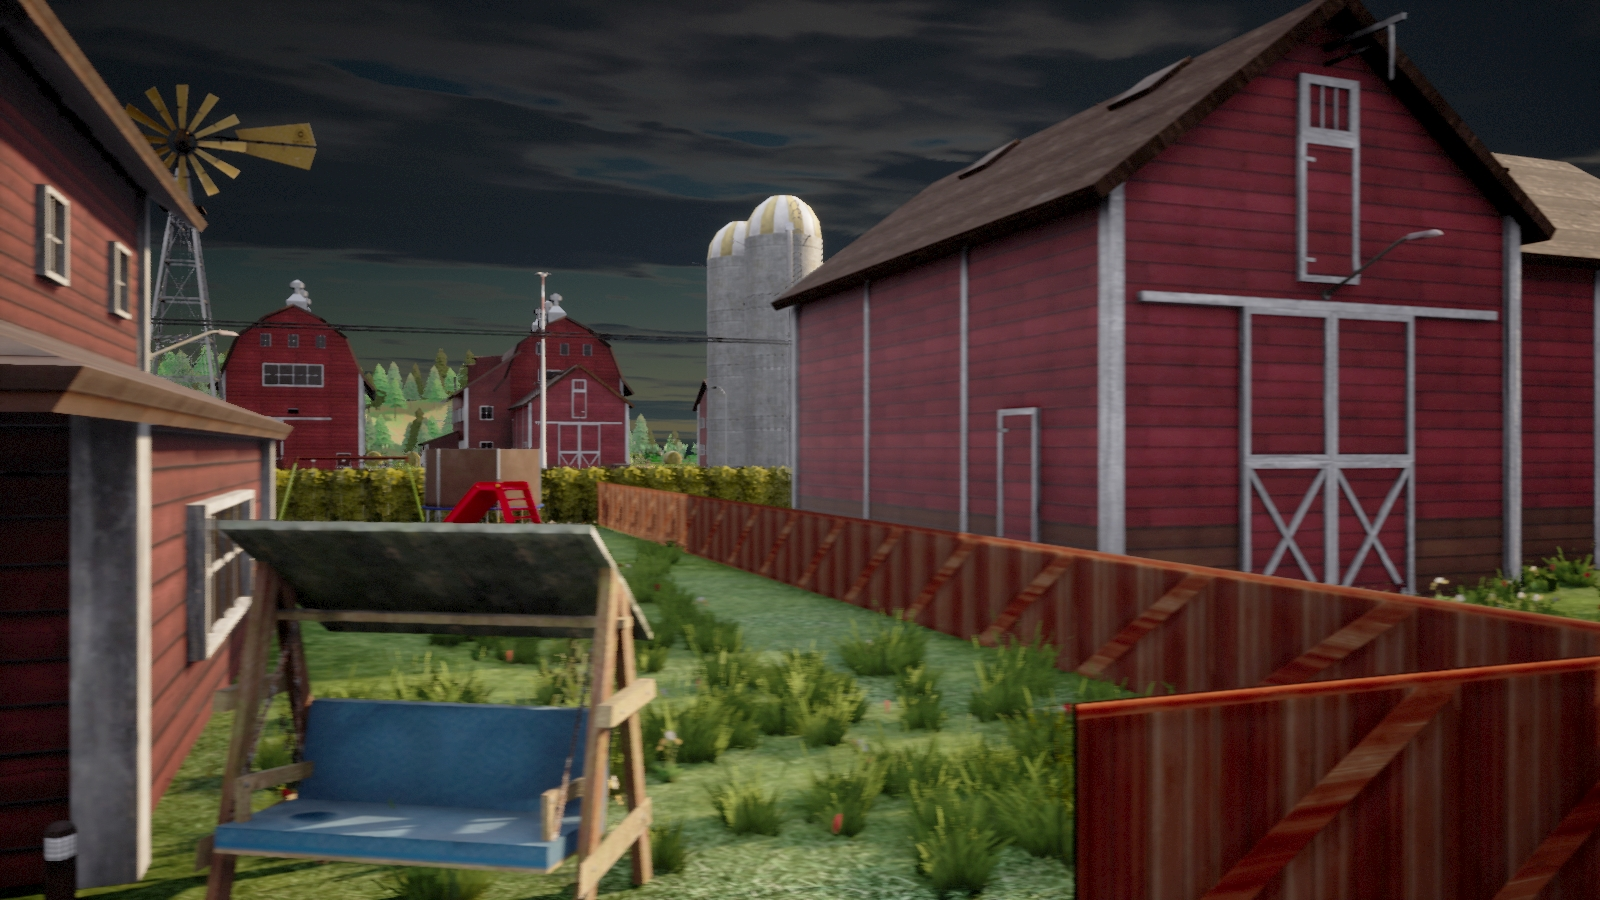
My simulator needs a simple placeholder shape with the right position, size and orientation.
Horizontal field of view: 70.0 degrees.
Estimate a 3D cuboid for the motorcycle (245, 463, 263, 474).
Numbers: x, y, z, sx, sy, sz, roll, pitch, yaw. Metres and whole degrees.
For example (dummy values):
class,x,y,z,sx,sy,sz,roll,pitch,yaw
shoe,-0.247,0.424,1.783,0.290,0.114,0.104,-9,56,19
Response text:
class,x,y,z,sx,sy,sz,roll,pitch,yaw
motorcycle,-63.699,2.140,133.391,1.805,1.316,0.856,0,0,-19
